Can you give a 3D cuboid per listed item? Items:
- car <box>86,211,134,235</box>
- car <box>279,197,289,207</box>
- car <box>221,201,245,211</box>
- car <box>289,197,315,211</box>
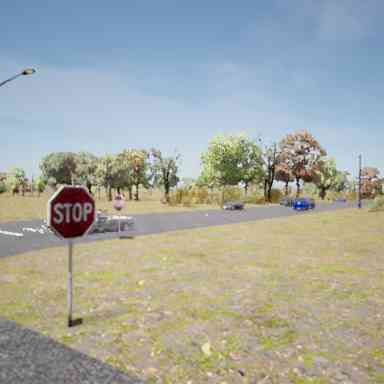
[{"bbox_3d":[-5.863,1.834,20.800,1.895,1.301,4.718,1,0,36],"label":"car"},{"bbox_3d":[19.884,2.003,68.480,2.150,2.045,5.566,1,0,36],"label":"car"},{"bbox_3d":[6.087,2.049,49.353,2.128,1.511,4.902,1,1,36],"label":"car"},{"bbox_3d":[18.364,1.939,54.404,2.150,2.045,5.566,1,0,36],"label":"car"}]
